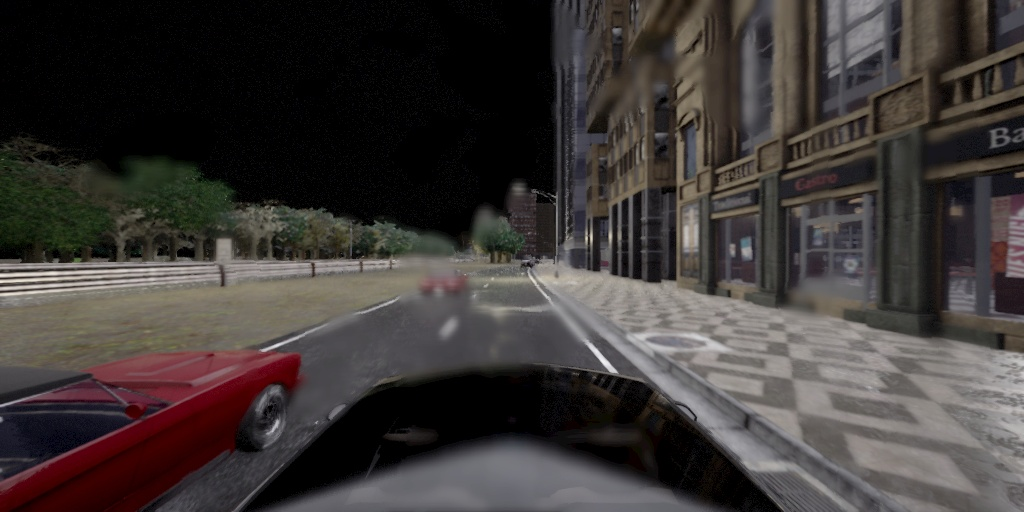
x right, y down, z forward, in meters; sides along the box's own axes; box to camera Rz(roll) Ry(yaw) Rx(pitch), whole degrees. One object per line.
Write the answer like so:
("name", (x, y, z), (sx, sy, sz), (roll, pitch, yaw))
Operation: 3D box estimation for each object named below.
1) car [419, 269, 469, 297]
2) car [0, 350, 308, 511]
("car", (-3.399, 1.362, 18.955), (1.895, 1.301, 4.718), (0, 0, 0))
("car", (-3.399, 1.351, 2.191), (1.895, 1.301, 4.718), (0, 0, 0))
